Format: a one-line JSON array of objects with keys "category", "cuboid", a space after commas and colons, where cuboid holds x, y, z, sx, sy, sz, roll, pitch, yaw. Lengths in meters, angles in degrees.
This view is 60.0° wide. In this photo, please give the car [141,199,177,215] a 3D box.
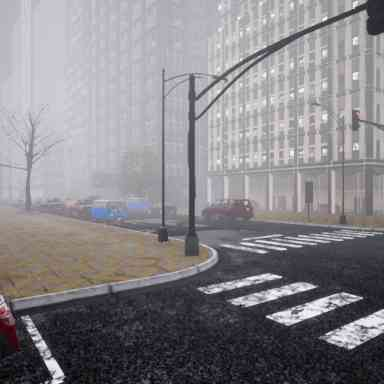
[{"category": "car", "cuboid": [-3.276, 1.758, 35.981, 2.008, 1.369, 4.403, 0, 0, -36]}]

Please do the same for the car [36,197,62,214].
[{"category": "car", "cuboid": [-16.788, 1.584, 40.187, 2.192, 1.841, 5.009, 0, 0, -36]}]

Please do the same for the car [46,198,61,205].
[{"category": "car", "cuboid": [-30.322, 2.061, 72.673, 1.947, 1.339, 4.313, 0, 0, -36]}]

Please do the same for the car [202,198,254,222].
[{"category": "car", "cuboid": [2.900, 1.454, 27.602, 2.192, 1.841, 5.009, 0, 0, -36]}]

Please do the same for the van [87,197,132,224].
[{"category": "van", "cuboid": [-6.646, 1.499, 26.428, 1.690, 1.788, 3.998, 0, 0, -36]}]

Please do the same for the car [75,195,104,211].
[{"category": "car", "cuboid": [-14.473, 1.524, 46.717, 2.150, 2.045, 5.566, 0, 0, -36]}]

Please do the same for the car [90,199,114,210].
[{"category": "car", "cuboid": [-13.519, 1.844, 49.878, 1.752, 1.417, 4.829, 0, 0, -36]}]

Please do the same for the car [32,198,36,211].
[{"category": "car", "cuboid": [-20.168, 1.745, 44.773, 1.967, 1.590, 4.097, 0, 0, -36]}]

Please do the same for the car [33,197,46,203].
[{"category": "car", "cuboid": [-39.084, 2.063, 85.088, 1.882, 1.535, 5.008, 0, 0, -36]}]

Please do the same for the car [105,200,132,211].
[{"category": "car", "cuboid": [-10.037, 1.847, 45.154, 1.947, 1.339, 4.313, 0, 0, -36]}]

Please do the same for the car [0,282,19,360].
[{"category": "car", "cuboid": [-4.240, 1.440, 3.532, 4.097, 1.590, 1.967, 0, 0, -36]}]

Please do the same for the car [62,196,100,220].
[{"category": "car", "cuboid": [-10.027, 1.510, 31.014, 2.192, 1.841, 5.009, 0, 0, -36]}]

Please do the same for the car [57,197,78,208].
[{"category": "car", "cuboid": [-20.780, 1.721, 55.202, 2.097, 1.767, 4.553, 0, 0, -36]}]

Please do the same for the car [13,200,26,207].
[{"category": "car", "cuboid": [-30.309, 1.994, 58.532, 1.802, 1.307, 4.206, 0, 0, -36]}]

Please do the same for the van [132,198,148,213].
[{"category": "van", "cuboid": [-6.658, 1.586, 40.568, 1.690, 1.788, 3.998, 0, 0, -36]}]

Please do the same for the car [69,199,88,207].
[{"category": "car", "cuboid": [-20.179, 1.940, 58.913, 2.008, 1.369, 4.403, 0, 0, -36]}]
